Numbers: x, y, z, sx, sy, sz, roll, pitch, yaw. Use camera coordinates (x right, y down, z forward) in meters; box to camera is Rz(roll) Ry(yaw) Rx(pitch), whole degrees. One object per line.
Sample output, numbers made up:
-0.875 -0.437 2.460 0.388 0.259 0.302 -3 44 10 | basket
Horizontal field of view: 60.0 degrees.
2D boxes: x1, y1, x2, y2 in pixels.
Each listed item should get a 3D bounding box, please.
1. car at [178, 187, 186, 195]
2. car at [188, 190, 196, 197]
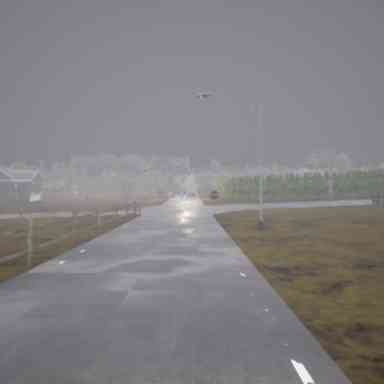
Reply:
-2.754 -0.386 90.896 2.150 2.045 5.566 0 2 0 | car
-0.004 0.470 85.535 1.812 1.442 4.674 0 2 0 | car
